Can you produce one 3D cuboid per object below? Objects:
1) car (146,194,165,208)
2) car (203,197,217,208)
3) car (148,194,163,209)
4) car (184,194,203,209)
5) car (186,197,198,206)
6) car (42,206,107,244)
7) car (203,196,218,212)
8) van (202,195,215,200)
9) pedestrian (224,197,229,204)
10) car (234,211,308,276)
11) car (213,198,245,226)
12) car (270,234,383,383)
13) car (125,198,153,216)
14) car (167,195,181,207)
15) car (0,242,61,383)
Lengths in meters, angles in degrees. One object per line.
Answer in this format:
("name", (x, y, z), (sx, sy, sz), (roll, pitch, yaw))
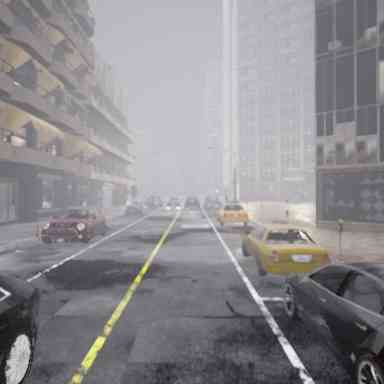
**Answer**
("car", (-5.333, 1.290, 48.680), (2.192, 1.841, 5.009), (0, 0, 0))
("car", (2.545, 1.500, 48.861), (1.752, 1.417, 4.829), (0, 0, 0))
("car", (-5.331, 1.413, 43.144), (1.967, 1.590, 4.097), (0, 0, 0))
("car", (0.041, 1.326, 44.945), (2.097, 1.767, 4.553), (0, 0, 0))
("car", (-0.027, 1.504, 54.421), (1.812, 1.442, 4.674), (0, 0, 0))
("car", (-5.317, 1.424, 15.464), (1.967, 1.590, 4.097), (0, 0, 0))
("car", (2.551, 1.498, 37.790), (1.752, 1.417, 4.829), (0, 0, 0))
("van", (2.550, 1.314, 43.154), (1.690, 1.788, 3.998), (0, 0, 0))
("pedestrian", (2.737, 1.270, 26.276), (0.375, 1.860, 0.375), (0, 0, 0))
("car", (2.565, 1.514, 10.110), (1.752, 1.417, 4.829), (0, 0, 0))
("car", (2.738, 1.434, 23.276), (1.801, 1.575, 5.366), (0, 0, 0))
("car", (2.568, 1.560, 4.404), (1.947, 1.339, 4.313), (0, 0, 0))
("car", (-5.326, 1.524, 32.073), (2.008, 1.369, 4.403), (0, 0, 0))
("car", (-2.787, 1.502, 51.154), (1.812, 1.442, 4.674), (0, 0, 0))
("car", (-2.851, 1.501, 2.363), (1.837, 1.490, 4.892), (0, 0, 0))
